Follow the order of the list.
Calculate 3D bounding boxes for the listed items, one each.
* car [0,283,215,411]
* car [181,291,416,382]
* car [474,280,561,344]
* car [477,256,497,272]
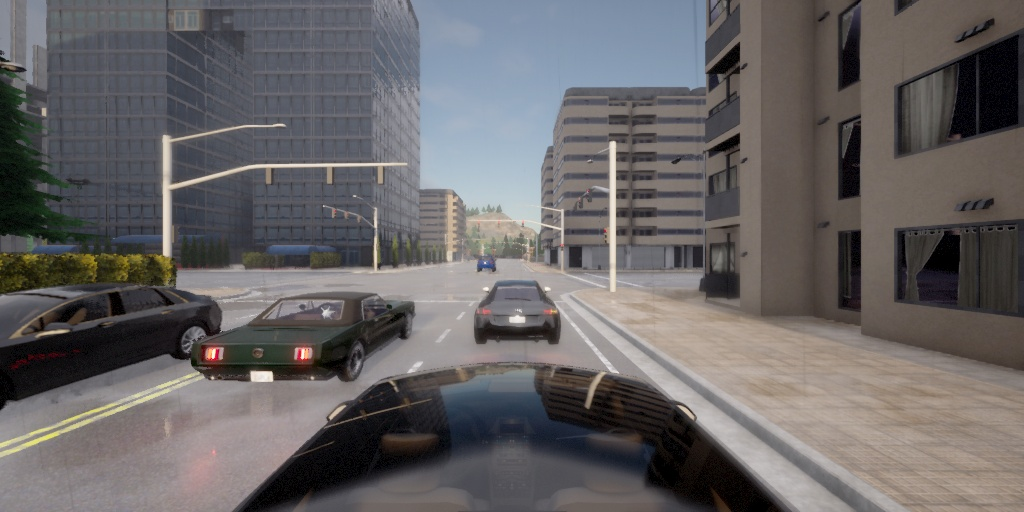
[{"bbox_3d":[-7.049,1.251,5.532,1.837,1.490,4.892,0,1,1],"label":"car"},{"bbox_3d":[-3.380,1.351,7.094,1.895,1.301,4.718,0,0,0],"label":"car"},{"bbox_3d":[0.132,1.314,9.571,1.994,1.385,4.181,0,0,1],"label":"car"},{"bbox_3d":[-3.199,0.971,45.977,2.150,2.045,5.566,0,0,0],"label":"car"}]
